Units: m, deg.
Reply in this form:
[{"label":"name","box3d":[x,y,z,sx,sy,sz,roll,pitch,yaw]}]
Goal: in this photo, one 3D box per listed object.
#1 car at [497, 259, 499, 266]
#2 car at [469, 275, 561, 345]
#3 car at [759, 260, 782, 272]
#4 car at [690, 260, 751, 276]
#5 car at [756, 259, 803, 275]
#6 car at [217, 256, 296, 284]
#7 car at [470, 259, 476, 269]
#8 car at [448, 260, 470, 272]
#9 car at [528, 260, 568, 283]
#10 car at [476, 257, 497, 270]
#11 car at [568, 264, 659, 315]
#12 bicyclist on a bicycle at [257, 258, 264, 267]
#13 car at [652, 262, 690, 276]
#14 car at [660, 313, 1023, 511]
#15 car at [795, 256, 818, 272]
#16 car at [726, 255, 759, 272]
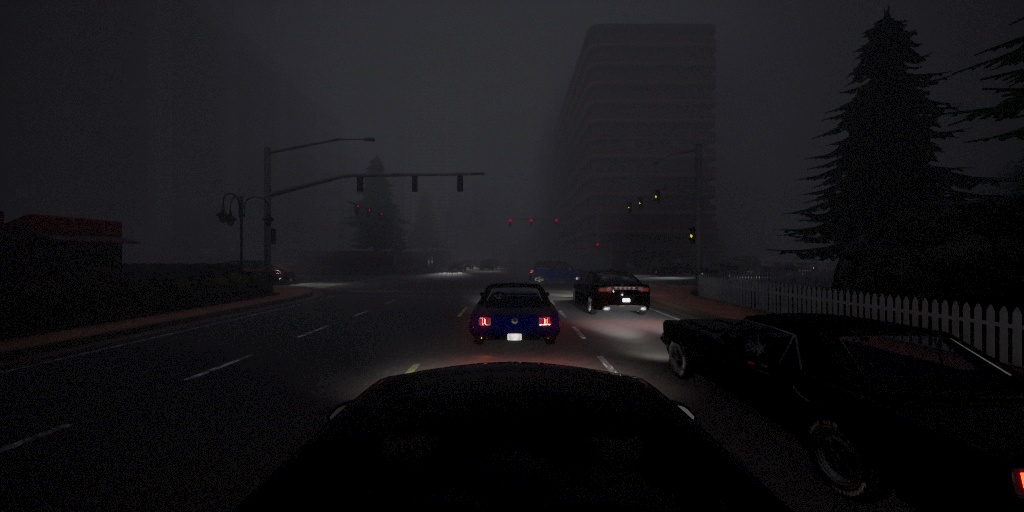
[{"label":"car","box3d":[-3.623,1.255,62.038,1.837,1.490,4.892,0,0,0]},{"label":"car","box3d":[0.067,1.351,9.471,1.895,1.301,4.718,0,0,0]},{"label":"car","box3d":[33.344,1.220,46.202,1.812,1.442,4.674,0,0,42]},{"label":"car","box3d":[19.544,1.295,33.621,4.718,1.301,1.895,0,0,-18]},{"label":"car","box3d":[27.890,1.295,37.389,4.718,1.301,1.895,0,0,-31]},{"label":"car","box3d":[-17.240,1.048,24.292,4.553,1.767,2.097,0,0,0]},{"label":"car","box3d":[-7.136,1.297,56.692,2.033,1.411,5.357,0,0,0]},{"label":"car","box3d":[-7.137,1.351,47.040,1.895,1.301,4.718,0,0,0]},{"label":"car","box3d":[3.337,1.088,24.480,4.553,1.767,2.097,0,0,-1]},{"label":"car","box3d":[-3.638,1.228,51.939,1.882,1.535,5.008,0,0,0]},{"label":"car","box3d":[3.577,1.228,13.679,1.882,1.535,5.008,0,0,0]},{"label":"bicyclist on a bicycle","box3d":[-27.918,0.996,39.698,0.582,1.620,1.656,0,0,0]},{"label":"car","box3d":[16.561,1.295,36.469,4.718,1.301,1.895,0,0,-14]},{"label":"car","box3d":[3.598,1.351,4.359,1.895,1.301,4.718,0,0,0]},{"label":"car","box3d":[35.534,0.916,43.433,2.150,2.045,5.566,0,0,44]},{"label":"car","box3d":[25.618,0.916,40.077,5.566,2.045,2.150,0,0,-31]}]
